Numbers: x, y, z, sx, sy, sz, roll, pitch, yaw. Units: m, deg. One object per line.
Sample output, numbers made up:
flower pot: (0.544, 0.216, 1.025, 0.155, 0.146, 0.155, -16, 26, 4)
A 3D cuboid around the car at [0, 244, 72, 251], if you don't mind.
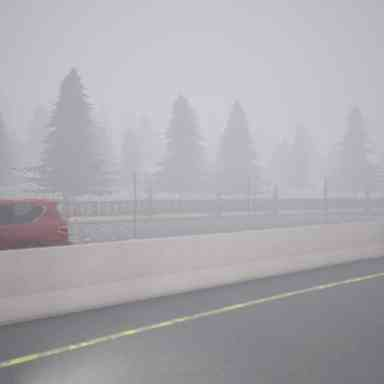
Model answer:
car: (-5.928, 1.190, 8.243, 5.566, 2.045, 2.150, 0, 0, -35)
